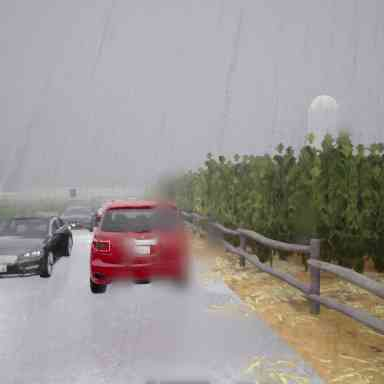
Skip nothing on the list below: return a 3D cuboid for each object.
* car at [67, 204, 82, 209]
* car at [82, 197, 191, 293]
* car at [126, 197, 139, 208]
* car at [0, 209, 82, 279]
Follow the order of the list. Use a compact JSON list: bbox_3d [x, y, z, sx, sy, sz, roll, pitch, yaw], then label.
[{"bbox_3d":[-6.678,1.505,19.922,1.837,1.490,4.892,0,0,-10],"label":"car"},{"bbox_3d":[-1.450,1.221,9.107,2.150,2.045,5.566,0,0,-10],"label":"car"},{"bbox_3d":[-8.938,1.477,49.839,1.882,1.535,5.008,0,0,-10],"label":"car"},{"bbox_3d":[-4.868,1.491,10.037,2.128,1.511,4.902,0,0,-10],"label":"car"}]
